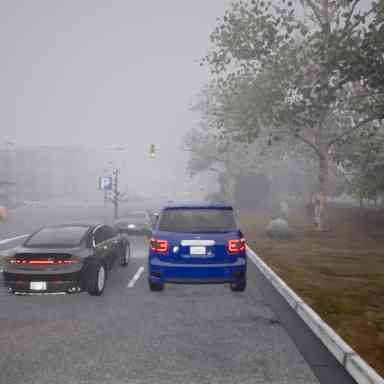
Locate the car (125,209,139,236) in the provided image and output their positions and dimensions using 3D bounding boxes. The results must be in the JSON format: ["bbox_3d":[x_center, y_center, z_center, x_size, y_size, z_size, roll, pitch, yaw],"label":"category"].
[{"bbox_3d":[-2.818,1.589,17.702,1.994,1.385,4.181,0,0,1],"label":"car"}]

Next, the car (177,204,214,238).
[{"bbox_3d":[0.199,1.531,19.077,1.837,1.490,4.892,0,0,0],"label":"car"}]

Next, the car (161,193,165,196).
[{"bbox_3d":[-10.876,1.062,89.839,5.566,2.045,2.435,-1,0,-12],"label":"car"}]

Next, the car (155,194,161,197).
[{"bbox_3d":[-11.331,1.355,86.833,4.674,1.452,2.002,-1,0,-12],"label":"car"}]

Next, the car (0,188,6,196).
[{"bbox_3d":[-31.089,0.136,53.795,2.002,1.452,4.674,6,-3,-19],"label":"car"}]

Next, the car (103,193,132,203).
[{"bbox_3d":[-14.356,1.357,62.903,4.792,1.488,2.163,-1,0,-15],"label":"car"}]

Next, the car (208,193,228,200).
[{"bbox_3d":[6.574,1.127,83.138,4.553,1.767,2.185,1,0,-12],"label":"car"}]

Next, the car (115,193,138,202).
[{"bbox_3d":[-13.609,1.194,68.846,4.553,1.767,2.185,-1,0,-14],"label":"car"}]

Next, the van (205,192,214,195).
[{"bbox_3d":[4.375,1.041,65.472,4.442,1.987,1.878,1,0,-14],"label":"van"}]

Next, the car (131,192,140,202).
[{"bbox_3d":[-13.707,1.314,65.895,5.366,1.575,1.946,-1,0,-15],"label":"car"}]

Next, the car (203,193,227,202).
[{"bbox_3d":[4.763,1.140,68.441,4.553,1.767,2.185,1,0,-14],"label":"car"}]

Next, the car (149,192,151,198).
[{"bbox_3d":[-12.531,1.357,77.851,4.674,1.452,2.002,-1,0,-13],"label":"car"}]

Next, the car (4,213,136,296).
[{"bbox_3d":[-2.879,1.515,8.669,1.837,1.490,4.892,0,0,0],"label":"car"}]

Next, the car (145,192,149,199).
[{"bbox_3d":[-12.908,1.320,74.857,4.892,1.521,2.231,-1,0,-14],"label":"car"}]

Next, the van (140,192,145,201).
[{"bbox_3d":[-13.140,1.091,71.886,4.442,1.987,1.878,-1,0,-14],"label":"van"}]

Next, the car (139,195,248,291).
[{"bbox_3d":[0.124,1.232,9.154,2.150,2.045,5.566,0,0,0],"label":"car"}]

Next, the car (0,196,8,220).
[{"bbox_3d":[-16.592,1.403,25.100,4.553,1.767,2.185,-1,0,-19],"label":"car"}]

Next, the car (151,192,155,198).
[{"bbox_3d":[-12.155,1.357,80.852,4.674,1.452,2.002,-1,0,-13],"label":"car"}]
